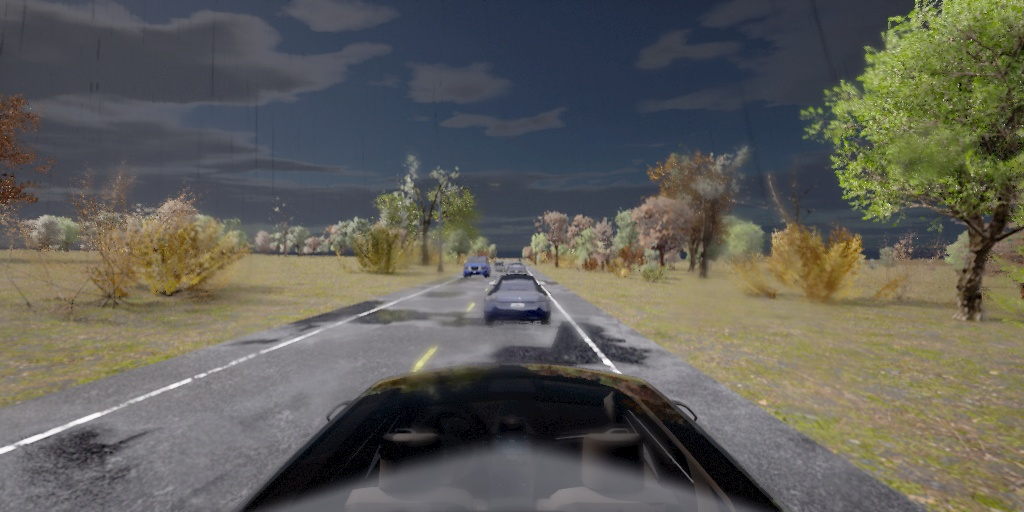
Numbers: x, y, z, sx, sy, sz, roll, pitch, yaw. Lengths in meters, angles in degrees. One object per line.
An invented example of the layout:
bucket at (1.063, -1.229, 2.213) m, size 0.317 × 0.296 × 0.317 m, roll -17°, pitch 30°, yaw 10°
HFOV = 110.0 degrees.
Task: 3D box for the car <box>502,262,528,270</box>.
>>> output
car at (0.406, 1.375, 31.842) m, size 2.033 × 1.411 × 5.357 m, roll 0°, pitch 0°, yaw 1°

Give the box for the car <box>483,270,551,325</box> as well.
car at (0.186, 1.338, 11.970) m, size 1.994 × 1.385 × 4.181 m, roll 0°, pitch 0°, yaw 1°

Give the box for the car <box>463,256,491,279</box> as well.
car at (-3.264, 1.054, 34.348) m, size 2.150 × 2.045 × 5.566 m, roll 0°, pitch 0°, yaw 1°
